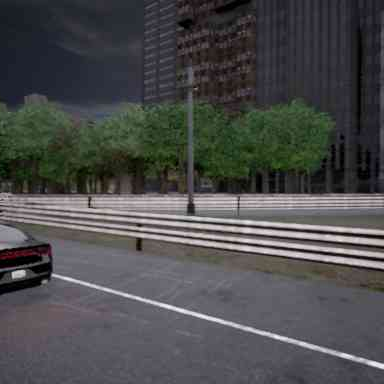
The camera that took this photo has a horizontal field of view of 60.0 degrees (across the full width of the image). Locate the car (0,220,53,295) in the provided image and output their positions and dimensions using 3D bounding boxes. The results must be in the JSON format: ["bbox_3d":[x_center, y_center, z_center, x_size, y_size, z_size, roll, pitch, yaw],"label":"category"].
[{"bbox_3d":[-5.264,1.341,7.679,5.008,1.535,1.882,1,1,35],"label":"car"}]
